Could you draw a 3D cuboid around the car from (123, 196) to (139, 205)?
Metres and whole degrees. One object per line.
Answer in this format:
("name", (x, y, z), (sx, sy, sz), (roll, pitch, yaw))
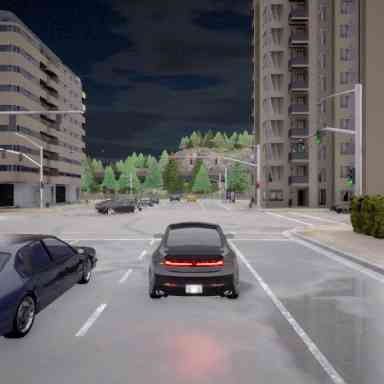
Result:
("car", (-10.675, 1.505, 58.290), (1.837, 1.490, 4.892), (0, 0, 0))

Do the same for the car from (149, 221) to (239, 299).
("car", (0.049, 1.505, 8.445), (1.837, 1.490, 4.892), (0, 0, 0))

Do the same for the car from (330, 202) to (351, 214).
("car", (17.285, 1.547, 34.580), (5.357, 1.411, 2.033), (0, 0, 0))

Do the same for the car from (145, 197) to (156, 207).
("car", (-7.183, 1.526, 51.982), (1.812, 1.442, 4.674), (0, 0, -1))

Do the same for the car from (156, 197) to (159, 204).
("car", (-7.174, 1.564, 61.895), (1.994, 1.385, 4.181), (0, 0, 0))

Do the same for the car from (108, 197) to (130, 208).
("car", (-10.681, 1.491, 49.016), (2.128, 1.511, 4.902), (0, 0, 0))

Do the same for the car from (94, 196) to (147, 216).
("car", (-7.369, 1.505, 33.343), (4.892, 1.490, 1.837), (0, 1, -43))

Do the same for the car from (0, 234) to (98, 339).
("car", (-3.461, 1.547, 6.516), (2.033, 1.411, 5.357), (0, 0, 0))

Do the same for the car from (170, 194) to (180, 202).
("car", (-3.627, 1.194, 72.903), (2.097, 1.767, 4.553), (0, 0, 0))

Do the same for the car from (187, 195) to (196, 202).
("car", (-0.125, 1.478, 73.854), (1.882, 1.535, 5.008), (0, 0, 0))
